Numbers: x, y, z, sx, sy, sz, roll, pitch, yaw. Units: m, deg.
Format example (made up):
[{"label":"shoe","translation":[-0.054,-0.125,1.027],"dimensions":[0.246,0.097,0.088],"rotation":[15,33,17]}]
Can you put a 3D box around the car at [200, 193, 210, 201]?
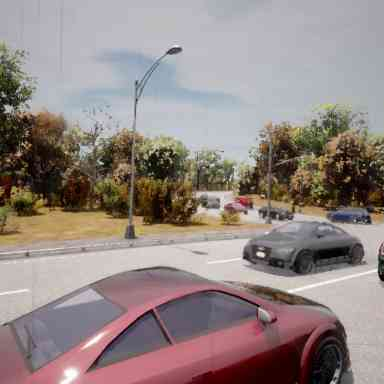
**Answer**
[{"label":"car","translation":[2.988,1.158,78.217],"dimensions":[1.994,1.385,4.181],"rotation":[2,2,-1]}]

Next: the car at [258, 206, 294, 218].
[{"label":"car","translation":[9.251,2.291,36.693],"dimensions":[1.837,1.490,4.892],"rotation":[3,-1,-23]}]

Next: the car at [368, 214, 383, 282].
[{"label":"car","translation":[6.905,1.484,8.739],"dimensions":[4.553,1.767,2.097],"rotation":[2,-1,-36]}]

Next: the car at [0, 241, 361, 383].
[{"label":"car","translation":[-0.109,1.571,3.674],"dimensions":[4.181,1.385,1.994],"rotation":[0,0,-36]}]

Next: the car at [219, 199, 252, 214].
[{"label":"car","translation":[5.895,2.199,45.347],"dimensions":[1.812,1.442,4.674],"rotation":[3,0,-19]}]

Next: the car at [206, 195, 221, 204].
[{"label":"car","translation":[4.277,1.521,67.523],"dimensions":[1.882,1.535,5.008],"rotation":[2,2,-9]}]

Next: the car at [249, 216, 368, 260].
[{"label":"car","translation":[3.648,1.661,10.739],"dimensions":[4.181,1.385,1.994],"rotation":[1,-1,-34]}]

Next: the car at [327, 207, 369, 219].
[{"label":"car","translation":[17.174,2.470,36.613],"dimensions":[2.097,1.767,4.553],"rotation":[3,-1,-26]}]

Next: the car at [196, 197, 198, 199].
[{"label":"car","translation":[0.981,1.585,64.745],"dimensions":[1.895,1.301,4.718],"rotation":[2,2,-9]}]

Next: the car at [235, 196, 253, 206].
[{"label":"car","translation":[9.169,1.775,59.994],"dimensions":[2.150,2.045,5.566],"rotation":[2,2,-13]}]

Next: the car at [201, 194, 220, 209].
[{"label":"car","translation":[3.063,1.745,54.906],"dimensions":[2.097,1.767,4.553],"rotation":[3,1,-14]}]
